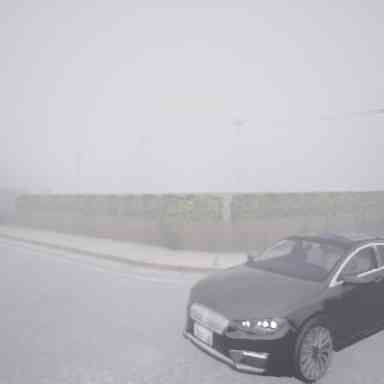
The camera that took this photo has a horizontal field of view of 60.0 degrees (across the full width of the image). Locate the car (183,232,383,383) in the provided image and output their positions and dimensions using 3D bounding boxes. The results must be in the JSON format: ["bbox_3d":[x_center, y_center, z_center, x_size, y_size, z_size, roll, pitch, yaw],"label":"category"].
[{"bbox_3d":[2.162,1.465,5.434,4.902,1.511,2.128,0,0,-34],"label":"car"}]
